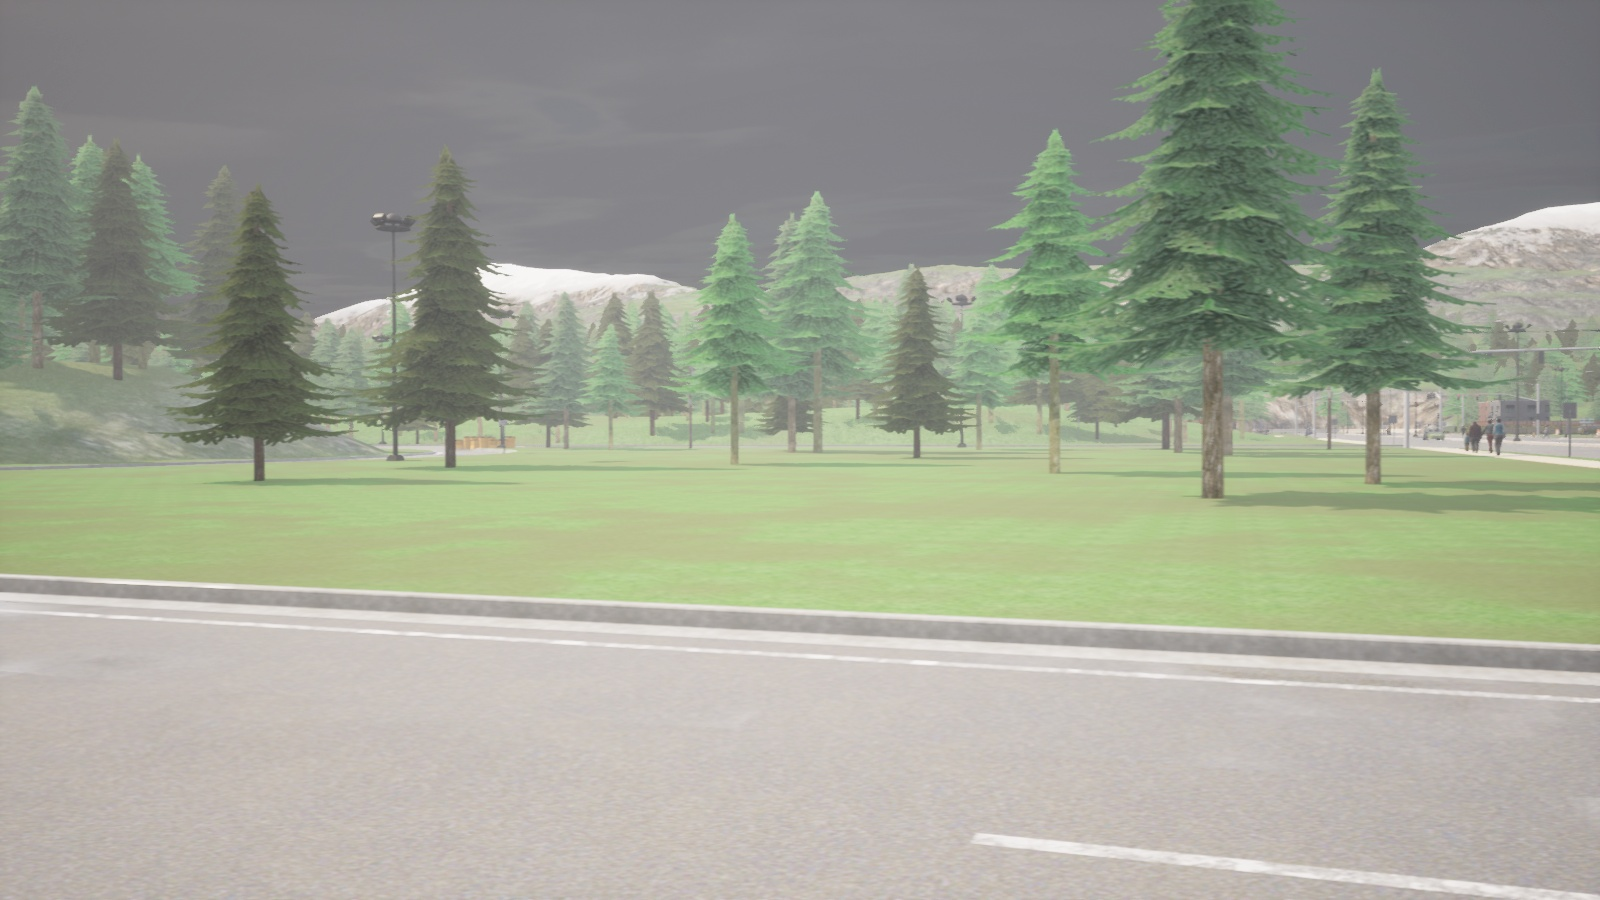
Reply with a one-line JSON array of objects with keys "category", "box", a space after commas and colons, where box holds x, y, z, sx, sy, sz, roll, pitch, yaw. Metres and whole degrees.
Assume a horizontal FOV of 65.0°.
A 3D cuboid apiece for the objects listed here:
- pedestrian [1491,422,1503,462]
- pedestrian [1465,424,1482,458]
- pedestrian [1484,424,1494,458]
[{"category": "pedestrian", "box": [34.485, -0.400, 62.106, 0.396, 1.930, 0.692, 1, 1, 21]}, {"category": "pedestrian", "box": [36.322, -0.483, 67.751, 0.634, 1.844, 0.899, 1, 1, 19]}, {"category": "pedestrian", "box": [37.341, -0.484, 68.075, 0.353, 1.847, 0.614, 1, 1, 19]}]
